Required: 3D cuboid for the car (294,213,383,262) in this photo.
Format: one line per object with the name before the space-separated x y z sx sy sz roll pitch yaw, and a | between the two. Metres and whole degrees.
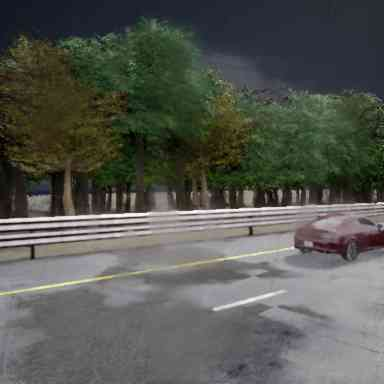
car | 5.632 1.507 12.067 4.674 1.442 1.812 0 0 -36
